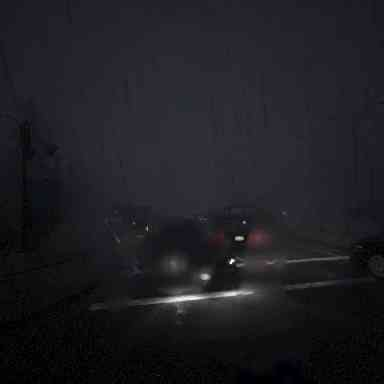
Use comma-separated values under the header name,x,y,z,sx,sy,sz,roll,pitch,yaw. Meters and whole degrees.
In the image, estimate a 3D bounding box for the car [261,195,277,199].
name,x,y,z,sx,sy,sz,roll,pitch,yaw
car,10.273,1.277,47.159,2.152,1.636,5.027,0,0,-17

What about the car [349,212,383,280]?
name,x,y,z,sx,sy,sz,roll,pitch,yaw
car,6.621,1.475,8.175,5.008,1.535,1.882,0,0,38

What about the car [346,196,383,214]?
name,x,y,z,sx,sy,sz,roll,pitch,yaw
car,15.557,1.356,29.256,1.970,1.475,3.806,0,0,-17

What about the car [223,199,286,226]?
name,x,y,z,sx,sy,sz,roll,pitch,yaw
car,2.860,1.466,19.821,5.357,1.411,2.033,-3,1,-18

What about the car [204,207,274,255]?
name,x,y,z,sx,sy,sz,roll,pitch,yaw
car,1.359,1.539,13.208,2.033,1.411,5.357,0,0,-4

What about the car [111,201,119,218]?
name,x,y,z,sx,sy,sz,roll,pitch,yaw
car,-6.301,1.516,30.108,2.033,1.411,5.357,0,0,-17

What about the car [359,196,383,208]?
name,x,y,z,sx,sy,sz,roll,pitch,yaw
car,23.838,1.273,43.259,1.845,1.501,3.633,0,0,-17

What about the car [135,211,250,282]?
name,x,y,z,sx,sy,sz,roll,pitch,yaw
car,-0.369,1.543,10.134,2.033,1.411,5.357,0,0,-15

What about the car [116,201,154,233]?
name,x,y,z,sx,sy,sz,roll,pitch,yaw
car,-3.121,1.529,19.963,2.033,1.411,5.357,0,0,-17

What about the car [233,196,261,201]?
name,x,y,z,sx,sy,sz,roll,pitch,yaw
car,7.287,1.287,46.197,2.007,1.523,4.514,0,0,-17
